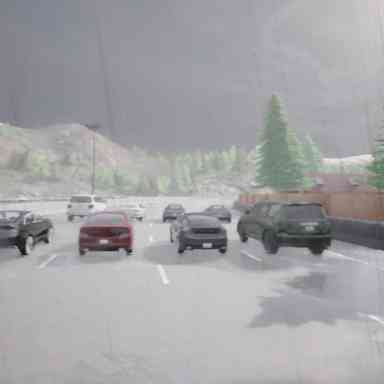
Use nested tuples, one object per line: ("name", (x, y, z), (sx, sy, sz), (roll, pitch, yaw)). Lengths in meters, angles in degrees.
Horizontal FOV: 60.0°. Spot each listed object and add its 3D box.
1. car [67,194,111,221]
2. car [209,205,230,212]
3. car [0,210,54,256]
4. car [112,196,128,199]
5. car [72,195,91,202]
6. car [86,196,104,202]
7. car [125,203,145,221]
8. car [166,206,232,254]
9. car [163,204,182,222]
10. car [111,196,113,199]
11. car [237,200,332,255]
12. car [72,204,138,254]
("car", (-8.386, 1.219, 26.905), (2.150, 2.045, 5.566), (1, 0, -4))
("car", (2.070, 1.767, 27.956), (1.994, 1.385, 4.181), (1, 0, -4))
("car", (-6.739, 1.443, 12.782), (2.128, 1.511, 4.902), (1, 0, -9))
("car", (-15.252, 1.738, 73.893), (1.895, 1.301, 4.718), (1, 0, 12))
("car", (-25.388, 1.474, 76.661), (1.837, 1.490, 4.892), (1, 0, 12))
("car", (-22.016, 1.628, 75.719), (1.895, 1.301, 4.718), (1, 0, 12))
("car", (-4.915, 1.596, 27.524), (1.812, 1.442, 4.674), (1, 0, -4))
("car", (0.165, 1.593, 13.928), (1.837, 1.490, 4.892), (1, 0, -9))
("car", (-1.420, 1.701, 27.674), (1.994, 1.385, 4.181), (1, 0, -4))
("car", (-18.624, 1.608, 74.835), (2.128, 1.511, 4.902), (1, 0, 12))
("car", (3.659, 1.368, 14.216), (2.150, 2.045, 5.566), (1, 0, -9))
("car", (-3.310, 1.496, 13.529), (1.882, 1.535, 5.008), (1, 0, -9))
